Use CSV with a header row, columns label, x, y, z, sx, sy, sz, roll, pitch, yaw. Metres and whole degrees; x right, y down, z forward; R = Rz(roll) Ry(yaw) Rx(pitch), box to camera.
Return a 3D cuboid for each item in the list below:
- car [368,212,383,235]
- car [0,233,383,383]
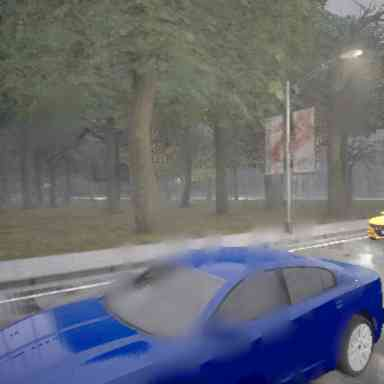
label,x,y,z,sx,sy,sz,roll,pitch,yaw
car,9.634,1.290,14.518,5.008,1.535,1.882,-1,0,-35
car,0.294,1.450,3.892,5.008,1.535,1.882,-1,0,-35
